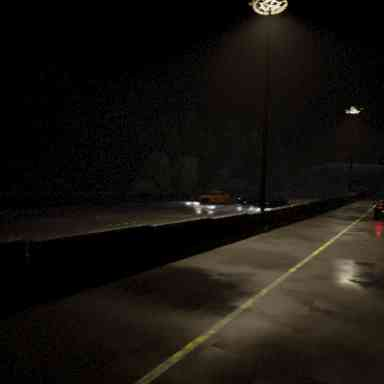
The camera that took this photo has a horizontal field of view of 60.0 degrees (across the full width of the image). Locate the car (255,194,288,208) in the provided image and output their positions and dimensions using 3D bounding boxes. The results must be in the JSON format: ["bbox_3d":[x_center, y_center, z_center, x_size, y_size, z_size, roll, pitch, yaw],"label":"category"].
[{"bbox_3d":[8.691,0.939,35.314,1.994,1.385,4.181,2,2,32],"label":"car"}]

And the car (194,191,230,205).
[{"bbox_3d":[2.701,0.620,38.926,1.882,1.535,5.008,2,2,32],"label":"car"}]

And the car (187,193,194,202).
[{"bbox_3d":[1.100,0.556,42.966,1.994,1.385,4.181,2,2,32],"label":"car"}]

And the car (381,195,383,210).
[{"bbox_3d":[21.791,1.127,36.150,1.837,1.490,4.892,2,3,32],"label":"car"}]

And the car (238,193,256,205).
[{"bbox_3d":[7.203,0.822,39.535,1.895,1.301,4.718,2,2,32],"label":"car"}]

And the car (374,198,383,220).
[{"bbox_3d":[14.673,1.295,24.700,2.128,1.511,4.902,2,2,32],"label":"car"}]
